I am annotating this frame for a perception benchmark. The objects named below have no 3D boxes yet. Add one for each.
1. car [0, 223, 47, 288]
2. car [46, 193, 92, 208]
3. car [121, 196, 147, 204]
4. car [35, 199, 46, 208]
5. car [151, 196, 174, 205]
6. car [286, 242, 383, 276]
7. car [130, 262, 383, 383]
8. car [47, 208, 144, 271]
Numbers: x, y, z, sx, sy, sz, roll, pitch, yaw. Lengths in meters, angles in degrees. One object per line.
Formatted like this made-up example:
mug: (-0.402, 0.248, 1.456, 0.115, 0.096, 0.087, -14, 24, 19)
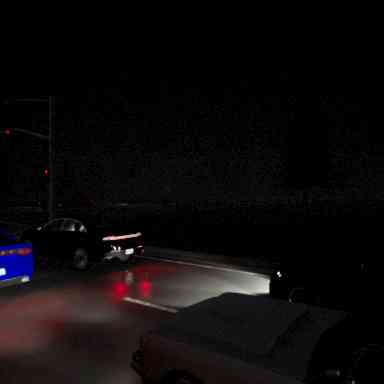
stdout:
car: (-5.899, 1.478, 8.186, 5.008, 1.535, 1.882, 0, 0, 36)
car: (-16.052, 1.221, 44.595, 2.150, 2.045, 5.566, 0, 0, 35)
car: (-11.077, 1.547, 63.933, 2.033, 1.411, 5.357, 0, 0, 35)
car: (-20.960, 1.504, 49.797, 1.837, 1.490, 4.892, 0, 0, 35)
car: (-5.289, 1.491, 60.032, 2.128, 1.511, 4.902, 0, 0, 35)
car: (3.502, 1.564, 5.788, 4.181, 1.385, 1.994, 0, 0, 36)
car: (1.716, 1.601, 2.770, 4.718, 1.301, 1.895, 0, 0, 36)
car: (-3.764, 1.492, 10.962, 4.902, 1.511, 2.128, 0, 0, 36)
